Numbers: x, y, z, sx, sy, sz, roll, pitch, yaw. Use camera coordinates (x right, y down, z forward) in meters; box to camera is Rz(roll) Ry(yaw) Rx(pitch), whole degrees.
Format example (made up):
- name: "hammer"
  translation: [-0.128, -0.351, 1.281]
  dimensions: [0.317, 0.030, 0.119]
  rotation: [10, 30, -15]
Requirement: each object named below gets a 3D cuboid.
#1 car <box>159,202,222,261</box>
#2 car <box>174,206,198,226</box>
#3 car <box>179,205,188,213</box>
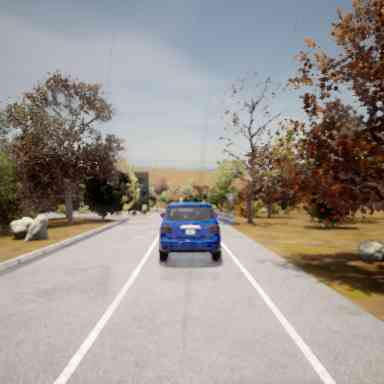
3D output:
- name: "car"
  translation: [-0.114, 1.409, 13.319]
  dimensions: [2.150, 2.045, 5.566]
  rotation: [0, -1, -1]
- name: "car"
  translation: [-0.537, 1.986, 28.648]
  dimensions: [1.837, 1.490, 4.892]
  rotation: [0, -2, -1]
- name: "car"
  translation: [-1.919, 4.073, 78.093]
  dimensions: [2.097, 1.767, 4.553]
  rotation: [0, -3, -2]
